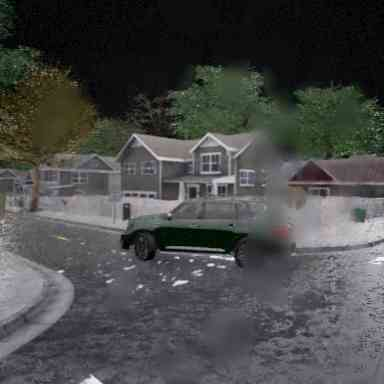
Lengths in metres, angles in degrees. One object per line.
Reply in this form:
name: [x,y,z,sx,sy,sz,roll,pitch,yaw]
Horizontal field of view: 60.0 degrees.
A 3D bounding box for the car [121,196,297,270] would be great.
car: [0.484,1.156,10.746,5.566,2.045,2.150,0,2,19]
